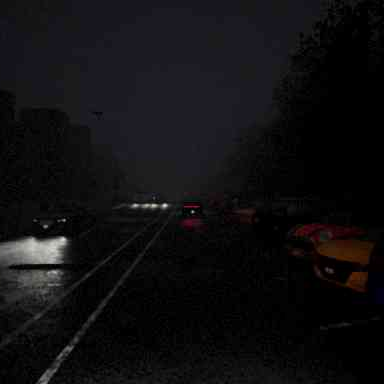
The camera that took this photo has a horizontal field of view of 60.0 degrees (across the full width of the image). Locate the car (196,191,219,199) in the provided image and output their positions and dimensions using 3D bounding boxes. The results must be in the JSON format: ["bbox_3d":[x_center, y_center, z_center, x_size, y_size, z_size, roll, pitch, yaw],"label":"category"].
[{"bbox_3d":[3.487,0.624,73.251,4.553,1.767,2.185,0,0,-24],"label":"car"}]

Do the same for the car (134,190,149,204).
[{"bbox_3d":[-7.653,0.763,51.572,2.150,2.045,5.566,0,0,-2],"label":"car"}]

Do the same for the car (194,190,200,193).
[{"bbox_3d":[3.933,0.568,67.344,5.566,2.045,2.435,0,0,-24],"label":"car"}]

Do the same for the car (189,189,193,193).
[{"bbox_3d":[2.591,0.623,85.110,5.008,1.535,2.097,0,0,-25],"label":"car"}]

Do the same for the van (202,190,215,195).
[{"bbox_3d":[4.434,0.741,55.416,4.442,1.987,1.878,0,1,-23],"label":"van"}]

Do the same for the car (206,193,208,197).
[{"bbox_3d":[4.879,1.125,46.602,4.674,1.452,2.002,0,1,-22],"label":"car"}]

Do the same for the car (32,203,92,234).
[{"bbox_3d":[-7.015,1.383,18.413,2.128,1.511,4.902,0,0,0],"label":"car"}]

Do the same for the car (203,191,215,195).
[{"bbox_3d":[4.663,1.047,52.500,4.674,1.452,2.002,0,1,-23],"label":"car"}]

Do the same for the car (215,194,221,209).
[{"bbox_3d":[5.189,1.266,34.722,4.674,1.452,2.002,1,1,-21],"label":"car"}]

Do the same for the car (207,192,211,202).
[{"bbox_3d":[5.155,1.121,43.702,5.366,1.575,1.946,0,0,-22],"label":"car"}]

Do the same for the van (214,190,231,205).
[{"bbox_3d":[5.241,0.968,37.738,4.442,1.987,1.878,1,0,-21],"label":"van"}]

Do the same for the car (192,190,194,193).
[{"bbox_3d":[3.314,0.718,76.221,4.892,1.521,2.231,0,1,-24],"label":"car"}]

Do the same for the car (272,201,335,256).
[{"bbox_3d":[5.329,1.303,10.986,4.553,1.767,2.185,1,1,-20],"label":"car"}]

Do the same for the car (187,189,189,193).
[{"bbox_3d":[2.075,0.565,91.025,5.008,1.535,2.097,0,1,-26],"label":"car"}]

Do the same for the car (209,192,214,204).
[{"bbox_3d":[5.056,1.159,40.665,5.008,1.535,2.097,1,0,-22],"label":"car"}]

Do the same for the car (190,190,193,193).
[{"bbox_3d":[2.817,0.683,82.135,4.792,1.488,2.163,0,1,-25],"label":"car"}]

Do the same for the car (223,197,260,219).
[{"bbox_3d":[5.127,1.337,22.771,5.366,1.575,1.946,1,1,-20],"label":"car"}]

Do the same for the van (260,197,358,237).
[{"bbox_3d":[5.408,1.184,13.984,4.442,1.987,1.878,1,0,-20],"label":"van"}]

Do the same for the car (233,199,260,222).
[{"bbox_3d":[5.478,1.364,19.930,5.366,1.575,1.946,1,0,-20],"label":"car"}]

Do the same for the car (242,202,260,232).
[{"bbox_3d":[5.327,1.418,16.915,4.792,1.488,2.163,1,0,-20],"label":"car"}]

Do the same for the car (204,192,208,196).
[{"bbox_3d":[4.760,1.086,49.548,4.674,1.452,2.002,0,1,-22],"label":"car"}]

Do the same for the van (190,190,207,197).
[{"bbox_3d":[1.891,0.313,94.040,4.442,1.987,1.878,0,0,-26],"label":"van"}]

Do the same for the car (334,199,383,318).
[{"bbox_3d":[5.329,1.211,5.067,5.566,2.045,2.435,1,0,-20],"label":"car"}]

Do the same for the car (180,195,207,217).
[{"bbox_3d":[0.042,1.305,29.017,1.837,1.490,4.892,0,1,-1],"label":"car"}]

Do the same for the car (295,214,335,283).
[{"bbox_3d":[5.307,1.446,8.013,5.008,1.535,2.097,1,1,-20],"label":"car"}]

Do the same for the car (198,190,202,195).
[{"bbox_3d":[4.226,0.924,58.360,5.366,1.575,1.946,0,1,-23],"label":"car"}]

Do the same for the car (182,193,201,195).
[{"bbox_3d":[-0.246,1.212,42.825,1.994,1.385,4.181,0,1,-2],"label":"car"}]

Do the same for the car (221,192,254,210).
[{"bbox_3d":[5.239,1.161,28.770,4.553,1.767,2.185,1,0,-21],"label":"car"}]

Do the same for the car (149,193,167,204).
[{"bbox_3d":[-4.810,0.907,50.179,2.097,1.767,4.553,0,1,-2],"label":"car"}]

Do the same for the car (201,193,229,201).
[{"bbox_3d":[4.246,0.931,61.400,4.674,1.452,2.002,0,1,-23],"label":"car"}]
